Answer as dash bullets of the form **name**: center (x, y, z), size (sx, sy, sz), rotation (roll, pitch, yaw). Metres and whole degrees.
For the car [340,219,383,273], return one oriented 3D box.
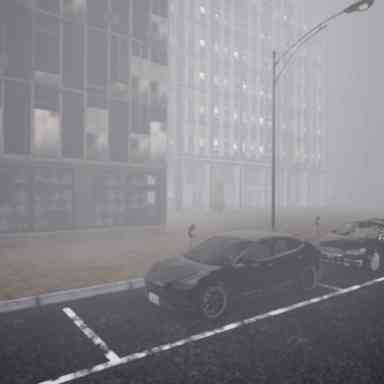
- **car**: center (5.677, 1.560, 10.606), size (4.403, 1.369, 2.008), rotation (0, 0, -36)

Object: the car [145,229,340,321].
- **car**: center (1.085, 1.571, 7.327), size (4.313, 1.339, 1.947), rotation (0, 0, -36)
